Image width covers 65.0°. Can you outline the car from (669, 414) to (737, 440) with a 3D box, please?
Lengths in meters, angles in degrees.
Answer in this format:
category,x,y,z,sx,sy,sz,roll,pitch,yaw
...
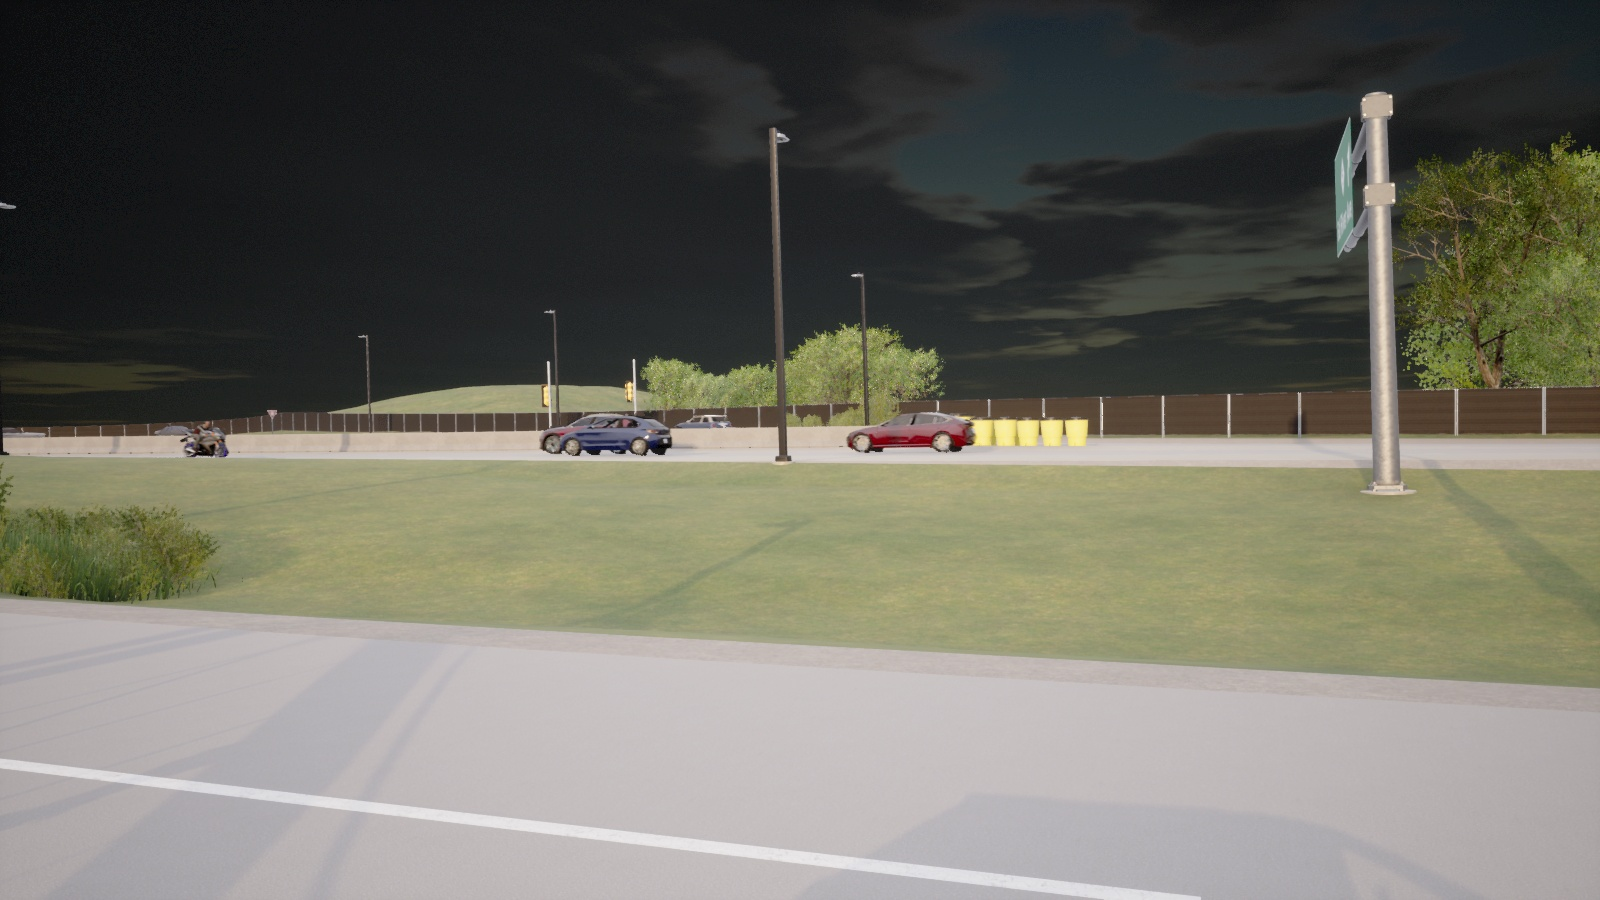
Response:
category,x,y,z,sx,sy,sz,roll,pitch,yaw
car,-5.668,-1.374,73.166,1.970,1.475,3.806,-2,2,-43

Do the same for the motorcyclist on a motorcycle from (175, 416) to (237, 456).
category,x,y,z,sx,sy,sz,roll,pitch,yaw
motorcyclist on a motorcycle,-23.011,-0.528,48.653,2.191,1.530,0.866,0,1,20

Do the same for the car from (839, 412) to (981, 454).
category,x,y,z,sx,sy,sz,roll,pitch,yaw
car,4.058,-0.607,46.259,4.792,1.488,2.163,0,1,20

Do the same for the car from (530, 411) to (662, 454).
category,x,y,z,sx,sy,sz,roll,pitch,yaw
car,-8.230,-0.700,50.725,4.856,1.649,2.033,0,1,20

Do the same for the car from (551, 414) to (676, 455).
category,x,y,z,sx,sy,sz,roll,pitch,yaw
car,-6.898,-0.563,46.519,4.193,1.474,1.816,0,1,20
